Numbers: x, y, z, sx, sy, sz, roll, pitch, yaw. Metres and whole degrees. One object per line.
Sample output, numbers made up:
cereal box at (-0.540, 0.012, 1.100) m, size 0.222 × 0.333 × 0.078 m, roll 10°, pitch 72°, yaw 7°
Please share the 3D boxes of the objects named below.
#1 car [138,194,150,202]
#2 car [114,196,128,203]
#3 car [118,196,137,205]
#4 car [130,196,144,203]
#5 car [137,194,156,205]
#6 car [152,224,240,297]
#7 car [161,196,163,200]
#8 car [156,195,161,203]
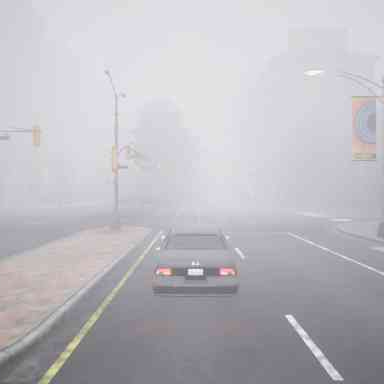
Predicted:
car at (-11.421, 1.355, 79.526) m, size 2.097 × 1.767 × 4.553 m, roll 0°, pitch 0°, yaw 0°
car at (-14.680, 1.594, 69.396) m, size 1.895 × 1.301 × 4.718 m, roll 0°, pitch 0°, yaw 0°
car at (-11.509, 1.491, 59.594) m, size 2.128 × 1.511 × 4.902 m, roll 0°, pitch 0°, yaw 0°
car at (-11.431, 1.525, 69.515) m, size 2.128 × 1.511 × 4.902 m, roll 0°, pitch 0°, yaw 0°
car at (-8.014, 1.564, 58.910) m, size 1.994 × 1.385 × 4.181 m, roll 0°, pitch 0°, yaw 1°
car at (0.083, 1.547, 8.752) m, size 2.033 × 1.411 × 5.357 m, roll 0°, pitch 0°, yaw 0°
car at (-7.922, 1.500, 77.757) m, size 1.837 × 1.490 × 4.892 m, roll 0°, pitch 0°, yaw 0°
car at (-7.951, 1.525, 67.428) m, size 1.812 × 1.442 × 4.674 m, roll 0°, pitch 0°, yaw 1°
